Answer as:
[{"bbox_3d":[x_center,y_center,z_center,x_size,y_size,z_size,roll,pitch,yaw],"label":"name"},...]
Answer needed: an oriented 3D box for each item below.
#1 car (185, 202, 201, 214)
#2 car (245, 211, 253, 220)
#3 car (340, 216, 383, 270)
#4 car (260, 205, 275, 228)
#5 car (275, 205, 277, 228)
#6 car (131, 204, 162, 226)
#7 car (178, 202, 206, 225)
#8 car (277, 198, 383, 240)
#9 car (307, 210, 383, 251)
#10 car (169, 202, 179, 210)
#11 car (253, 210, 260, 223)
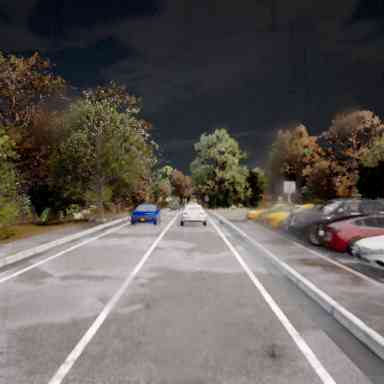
[{"bbox_3d":[0.104,1.997,42.964,1.882,1.535,5.008,0,-2,0],"label":"car"},{"bbox_3d":[6.902,1.618,26.139,5.366,1.575,1.946,0,-1,0],"label":"car"},{"bbox_3d":[7.079,1.552,9.498,4.674,1.452,2.002,0,0,0],"label":"car"},{"bbox_3d":[7.090,1.561,20.598,5.008,1.535,2.097,0,0,0],"label":"car"},{"bbox_3d":[7.113,1.419,17.822,4.553,1.767,2.185,0,0,0],"label":"car"},{"bbox_3d":[-3.346,1.626,25.046,1.882,1.535,5.008,0,-1,0],"label":"car"},{"bbox_3d":[0.103,1.679,25.333,1.812,1.442,4.674,0,-1,0],"label":"car"},{"bbox_3d":[7.052,1.280,15.051,5.566,2.045,2.435,0,0,0],"label":"car"},{"bbox_3d":[7.108,1.551,12.273,4.792,1.488,2.163,0,0,0],"label":"car"},{"bbox_3d":[-3.258,2.706,65.437,2.097,1.767,4.553,0,-2,0],"label":"car"},{"bbox_3d":[7.091,1.588,23.370,4.892,1.521,2.231,0,-1,0],"label":"car"}]
